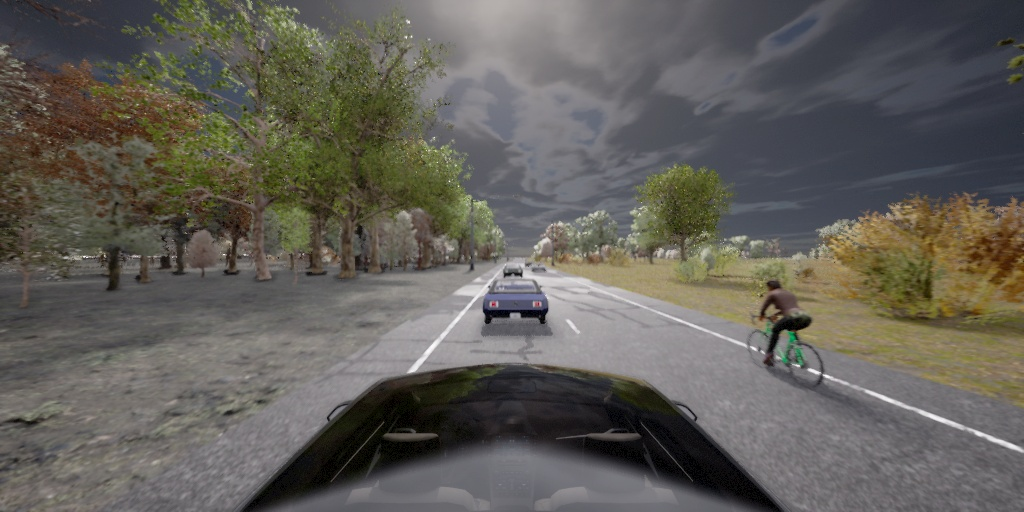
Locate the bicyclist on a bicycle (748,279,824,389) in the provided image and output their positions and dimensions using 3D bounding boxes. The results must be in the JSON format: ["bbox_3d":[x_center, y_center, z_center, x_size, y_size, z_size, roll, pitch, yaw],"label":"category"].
[{"bbox_3d":[4.467,1.214,5.967,0.582,1.620,1.656,0,0,0],"label":"bicyclist on a bicycle"}]

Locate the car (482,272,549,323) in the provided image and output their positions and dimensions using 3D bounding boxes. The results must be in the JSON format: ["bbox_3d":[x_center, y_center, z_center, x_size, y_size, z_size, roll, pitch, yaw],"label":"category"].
[{"bbox_3d":[0.099,1.380,12.204,1.895,1.301,4.718,0,0,0],"label":"car"}]

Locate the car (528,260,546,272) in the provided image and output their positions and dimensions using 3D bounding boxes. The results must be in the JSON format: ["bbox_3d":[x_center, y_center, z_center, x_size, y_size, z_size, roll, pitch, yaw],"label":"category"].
[{"bbox_3d":[3.606,1.487,50.290,1.895,1.301,4.718,0,0,0],"label":"car"}]

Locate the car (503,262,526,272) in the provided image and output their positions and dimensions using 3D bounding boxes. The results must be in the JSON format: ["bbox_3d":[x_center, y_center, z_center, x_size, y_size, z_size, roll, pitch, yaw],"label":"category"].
[{"bbox_3d":[0.105,1.444,34.951,1.895,1.301,4.718,0,0,0],"label":"car"}]
